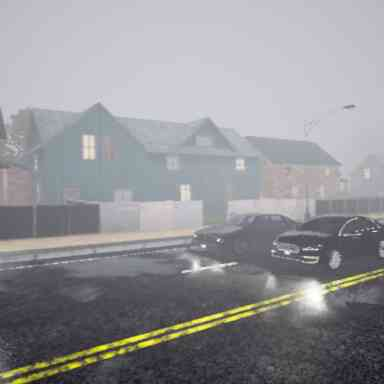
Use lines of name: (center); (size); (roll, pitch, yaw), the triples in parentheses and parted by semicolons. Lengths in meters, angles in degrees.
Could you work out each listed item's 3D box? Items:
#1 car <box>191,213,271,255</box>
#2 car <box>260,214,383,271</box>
car: (2.584, 1.562, 13.514); (5.357, 1.411, 2.033); (0, 0, -36)
car: (4.739, 1.520, 11.058); (4.892, 1.490, 1.837); (0, 0, -35)
